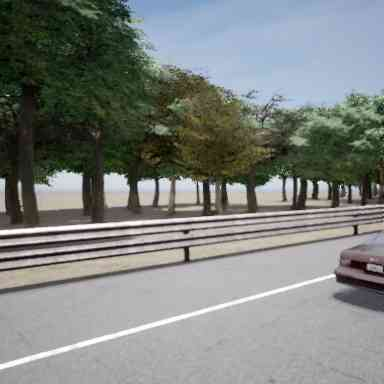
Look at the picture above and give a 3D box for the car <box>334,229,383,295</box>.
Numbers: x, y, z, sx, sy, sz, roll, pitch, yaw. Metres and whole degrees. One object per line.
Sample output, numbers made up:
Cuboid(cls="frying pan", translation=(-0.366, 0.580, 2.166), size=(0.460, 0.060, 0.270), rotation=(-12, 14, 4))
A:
Cuboid(cls="car", translation=(5.520, 1.461, 7.751), size=(5.357, 1.411, 2.033), rotation=(-1, 0, -35))
